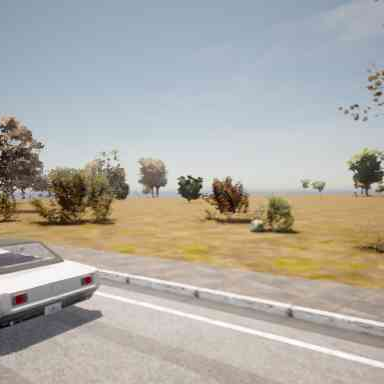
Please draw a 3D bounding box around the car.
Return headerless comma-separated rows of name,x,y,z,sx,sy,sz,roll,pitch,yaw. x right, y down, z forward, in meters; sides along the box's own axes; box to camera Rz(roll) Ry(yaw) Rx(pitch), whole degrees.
car,-4.110,1.594,6.581,4.718,1.301,1.895,0,0,33
